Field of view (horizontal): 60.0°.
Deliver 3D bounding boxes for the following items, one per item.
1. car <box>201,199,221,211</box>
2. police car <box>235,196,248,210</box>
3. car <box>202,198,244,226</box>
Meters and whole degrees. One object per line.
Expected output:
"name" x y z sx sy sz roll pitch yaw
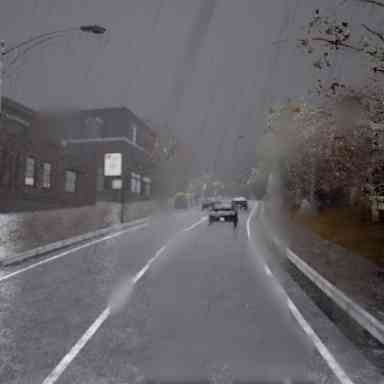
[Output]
"car" 2.466 1.622 42.238 1.895 1.301 4.718 -1 0 12
"police car" 5.917 1.319 41.151 1.930 1.638 5.238 -1 0 12
"car" 2.225 1.435 22.710 2.128 1.511 4.902 -1 0 9
